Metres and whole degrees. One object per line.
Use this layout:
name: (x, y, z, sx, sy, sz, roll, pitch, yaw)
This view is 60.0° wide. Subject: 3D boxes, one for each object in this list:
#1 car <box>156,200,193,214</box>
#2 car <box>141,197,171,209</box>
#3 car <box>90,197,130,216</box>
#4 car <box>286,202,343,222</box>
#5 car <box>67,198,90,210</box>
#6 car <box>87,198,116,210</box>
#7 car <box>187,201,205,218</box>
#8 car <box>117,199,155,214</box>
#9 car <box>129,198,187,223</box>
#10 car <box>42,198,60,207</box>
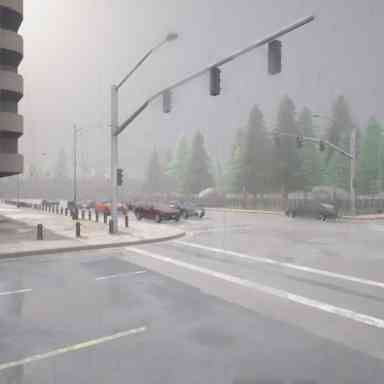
car: (-2.050, 1.656, 37.651, 1.895, 1.301, 4.718, 0, 0, -36)
car: (-5.294, 1.547, 47.927, 2.128, 1.511, 4.902, 0, 0, -36)
car: (-8.287, 1.407, 33.974, 2.097, 1.767, 4.553, 0, 0, -36)
car: (9.930, 1.581, 27.348, 1.812, 1.442, 4.674, 0, 0, -36)
car: (-14.443, 1.547, 42.317, 2.128, 1.511, 4.902, 0, 0, -36)
car: (-12.522, 1.603, 45.606, 2.033, 1.411, 5.357, 0, 0, -36)
car: (-0.834, 1.547, 29.787, 2.128, 1.511, 4.902, 0, 0, -36)
car: (-6.353, 1.547, 37.252, 2.128, 1.511, 4.902, 0, 0, -36)
car: (-2.817, 1.533, 26.581, 1.882, 1.535, 5.008, 0, 0, -36)
car: (-22.984, 1.603, 54.005, 2.033, 1.411, 5.357, 0, 0, -36)
